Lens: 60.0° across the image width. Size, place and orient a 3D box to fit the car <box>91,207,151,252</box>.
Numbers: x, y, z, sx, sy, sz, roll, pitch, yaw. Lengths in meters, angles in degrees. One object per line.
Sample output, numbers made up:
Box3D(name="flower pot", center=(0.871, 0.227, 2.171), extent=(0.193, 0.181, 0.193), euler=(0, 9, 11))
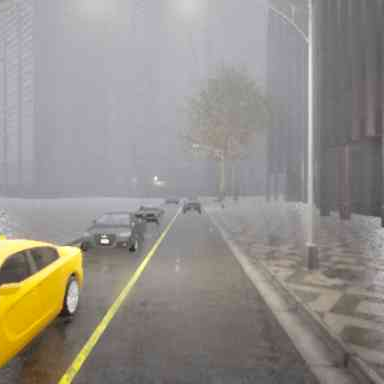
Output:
Box3D(name="car", center=(-3.073, 1.545, 13.755), extent=(1.994, 1.385, 4.181), euler=(0, 0, 0))

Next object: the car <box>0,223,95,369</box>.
Box3D(name="car", center=(-3.086, 1.471, 4.593), extent=(1.882, 1.535, 5.008), euler=(0, 0, 0))

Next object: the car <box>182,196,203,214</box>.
Box3D(name="car", center=(0.039, 1.426, 34.927), extent=(1.837, 1.490, 4.892), euler=(0, 0, 0))

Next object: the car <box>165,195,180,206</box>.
Box3D(name="car", center=(-2.935, 1.122, 50.262), extent=(1.882, 1.535, 5.008), euler=(0, 0, 2))

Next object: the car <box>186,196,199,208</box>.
Box3D(name="car", center=(0.134, 1.361, 47.501), extent=(1.837, 1.490, 4.892), euler=(0, 1, 2))

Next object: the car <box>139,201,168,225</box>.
Box3D(name="car", center=(-3.065, 1.562, 23.855), extent=(1.895, 1.301, 4.718), euler=(0, 0, 0))
